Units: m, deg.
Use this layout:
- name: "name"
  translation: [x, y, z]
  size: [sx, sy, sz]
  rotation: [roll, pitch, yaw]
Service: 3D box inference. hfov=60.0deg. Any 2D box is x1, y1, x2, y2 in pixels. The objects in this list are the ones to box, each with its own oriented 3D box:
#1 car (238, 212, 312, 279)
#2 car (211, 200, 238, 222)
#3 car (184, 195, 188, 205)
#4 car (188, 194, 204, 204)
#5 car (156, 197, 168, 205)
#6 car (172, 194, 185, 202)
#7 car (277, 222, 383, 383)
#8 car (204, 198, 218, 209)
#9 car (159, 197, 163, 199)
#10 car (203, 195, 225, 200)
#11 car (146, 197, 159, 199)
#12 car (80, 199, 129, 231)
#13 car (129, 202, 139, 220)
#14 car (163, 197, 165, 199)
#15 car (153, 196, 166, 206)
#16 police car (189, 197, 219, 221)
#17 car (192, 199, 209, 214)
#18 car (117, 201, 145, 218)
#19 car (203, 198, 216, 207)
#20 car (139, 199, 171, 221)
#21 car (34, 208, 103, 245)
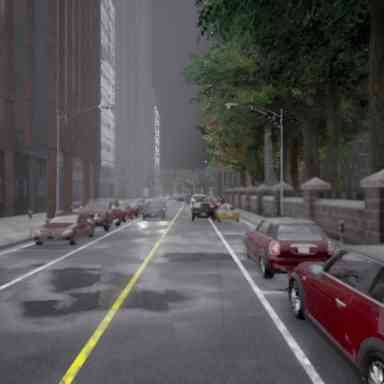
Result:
- name: "car"
  translation: [2.761, 1.466, 10.160]
  size: [1.967, 1.590, 4.097]
  rotation: [0, 0, 0]
- name: "car"
  translation: [2.758, 1.595, 26.699]
  size: [1.752, 1.417, 4.829]
  rotation: [0, 0, 0]
- name: "car"
  translation: [-0.010, 1.707, 62.929]
  size: [1.812, 1.442, 4.674]
  rotation: [0, 0, 0]
- name: "car"
  translation: [0.893, 1.346, 44.108]
  size: [2.150, 2.045, 5.566]
  rotation: [0, 0, 0]
- name: "car"
  translation: [-5.774, 1.710, 64.553]
  size: [1.752, 1.417, 4.829]
  rotation: [0, 0, 0]
- name: "car"
  translation: [-1.640, 1.380, 74.016]
  size: [2.097, 1.767, 4.553]
  rotation: [0, 0, -38]
- name: "car"
  translation: [2.762, 1.453, 4.704]
  size: [1.967, 1.590, 4.097]
  rotation: [0, 0, 0]
- name: "car"
  translation: [2.754, 1.660, 48.526]
  size: [1.752, 1.417, 4.829]
  rotation: [0, 0, 0]
- name: "car"
  translation: [-5.771, 1.685, 48.352]
  size: [2.008, 1.369, 4.403]
  rotation: [0, 0, 0]
- name: "car"
  translation: [2.756, 1.416, 37.443]
  size: [2.192, 1.841, 5.009]
  rotation: [0, 0, 0]
- name: "car"
  translation: [-5.770, 1.557, 42.895]
  size: [1.967, 1.590, 4.097]
  rotation: [0, 0, 0]
- name: "car"
  translation: [-5.766, 1.368, 21.067]
  size: [2.192, 1.841, 5.009]
  rotation: [0, 0, 0]
- name: "car"
  translation: [-5.767, 1.613, 26.524]
  size: [1.887, 1.381, 4.507]
  rotation: [0, 0, 0]
- name: "car"
  translation: [-5.772, 1.696, 53.809]
  size: [1.887, 1.381, 4.507]
  rotation: [0, 0, 0]
- name: "car"
  translation: [-5.773, 1.608, 59.266]
  size: [1.967, 1.590, 4.097]
  rotation: [0, 0, 0]
- name: "police car"
  translation: [0.896, 1.499, 28.187]
  size: [1.930, 1.638, 5.238]
  rotation: [0, 0, 0]
- name: "car"
  translation: [0.894, 1.609, 38.077]
  size: [1.837, 1.490, 4.892]
  rotation: [0, 0, 0]
- name: "car"
  translation: [-5.768, 1.629, 31.981]
  size: [1.887, 1.381, 4.507]
  rotation: [0, 0, 0]
- name: "car"
  translation: [2.753, 1.717, 53.812]
  size: [1.947, 1.339, 4.313]
  rotation: [0, 0, 0]
- name: "car"
  translation: [-3.100, 1.579, 28.530]
  size: [1.837, 1.490, 4.892]
  rotation: [0, 0, 0]
- name: "car"
  translation: [-5.765, 1.621, 15.610]
  size: [1.802, 1.307, 4.206]
  rotation: [0, 0, 0]
